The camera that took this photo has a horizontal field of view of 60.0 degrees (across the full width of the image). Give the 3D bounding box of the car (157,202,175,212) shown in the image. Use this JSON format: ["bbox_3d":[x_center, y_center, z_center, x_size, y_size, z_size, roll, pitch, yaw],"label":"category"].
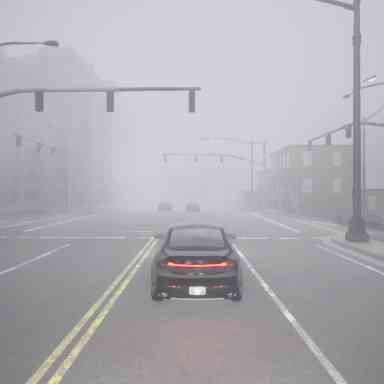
[{"bbox_3d":[-3.630,2.066,45.558,1.837,1.490,4.892,0,-5,0],"label":"car"}]

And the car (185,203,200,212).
[{"bbox_3d":[0.076,2.405,48.801,1.882,1.535,5.008,0,-8,0],"label":"car"}]

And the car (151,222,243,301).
[{"bbox_3d":[0.094,1.505,8.321,1.837,1.490,4.892,0,0,0],"label":"car"}]

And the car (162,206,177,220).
[{"bbox_3d":[-3.628,3.522,54.965,2.128,1.511,4.902,0,-12,0],"label":"car"}]

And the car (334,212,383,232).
[{"bbox_3d":[14.432,2.415,28.226,4.181,1.385,1.994,9,0,0],"label":"car"}]
